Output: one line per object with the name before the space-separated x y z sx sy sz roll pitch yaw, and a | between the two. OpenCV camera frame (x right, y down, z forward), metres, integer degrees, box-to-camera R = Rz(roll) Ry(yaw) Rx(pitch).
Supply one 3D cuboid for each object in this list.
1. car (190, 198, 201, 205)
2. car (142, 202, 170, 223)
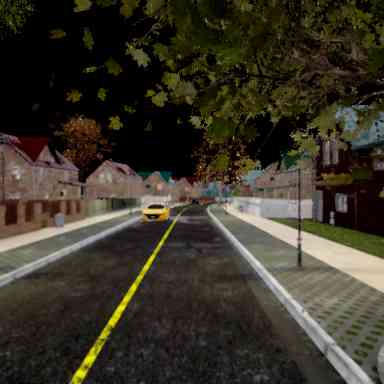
car | 0.746 1.977 69.556 1.837 1.490 4.892 0 -1 5
car | -2.834 1.570 26.785 1.882 1.535 5.008 0 0 0
